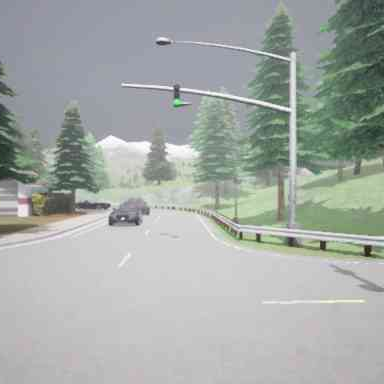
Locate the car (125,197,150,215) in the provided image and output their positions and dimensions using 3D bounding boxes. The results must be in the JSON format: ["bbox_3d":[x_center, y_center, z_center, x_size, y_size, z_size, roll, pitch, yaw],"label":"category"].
[{"bbox_3d":[-5.619,1.315,33.084,2.097,1.767,4.553,0,0,-21],"label":"car"}]

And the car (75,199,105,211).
[{"bbox_3d":[-12.367,1.561,40.671,4.718,1.301,1.895,0,0,13],"label":"car"}]

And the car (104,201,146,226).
[{"bbox_3d":[-4.562,1.537,23.316,1.994,1.385,4.181,0,0,-3],"label":"car"}]
